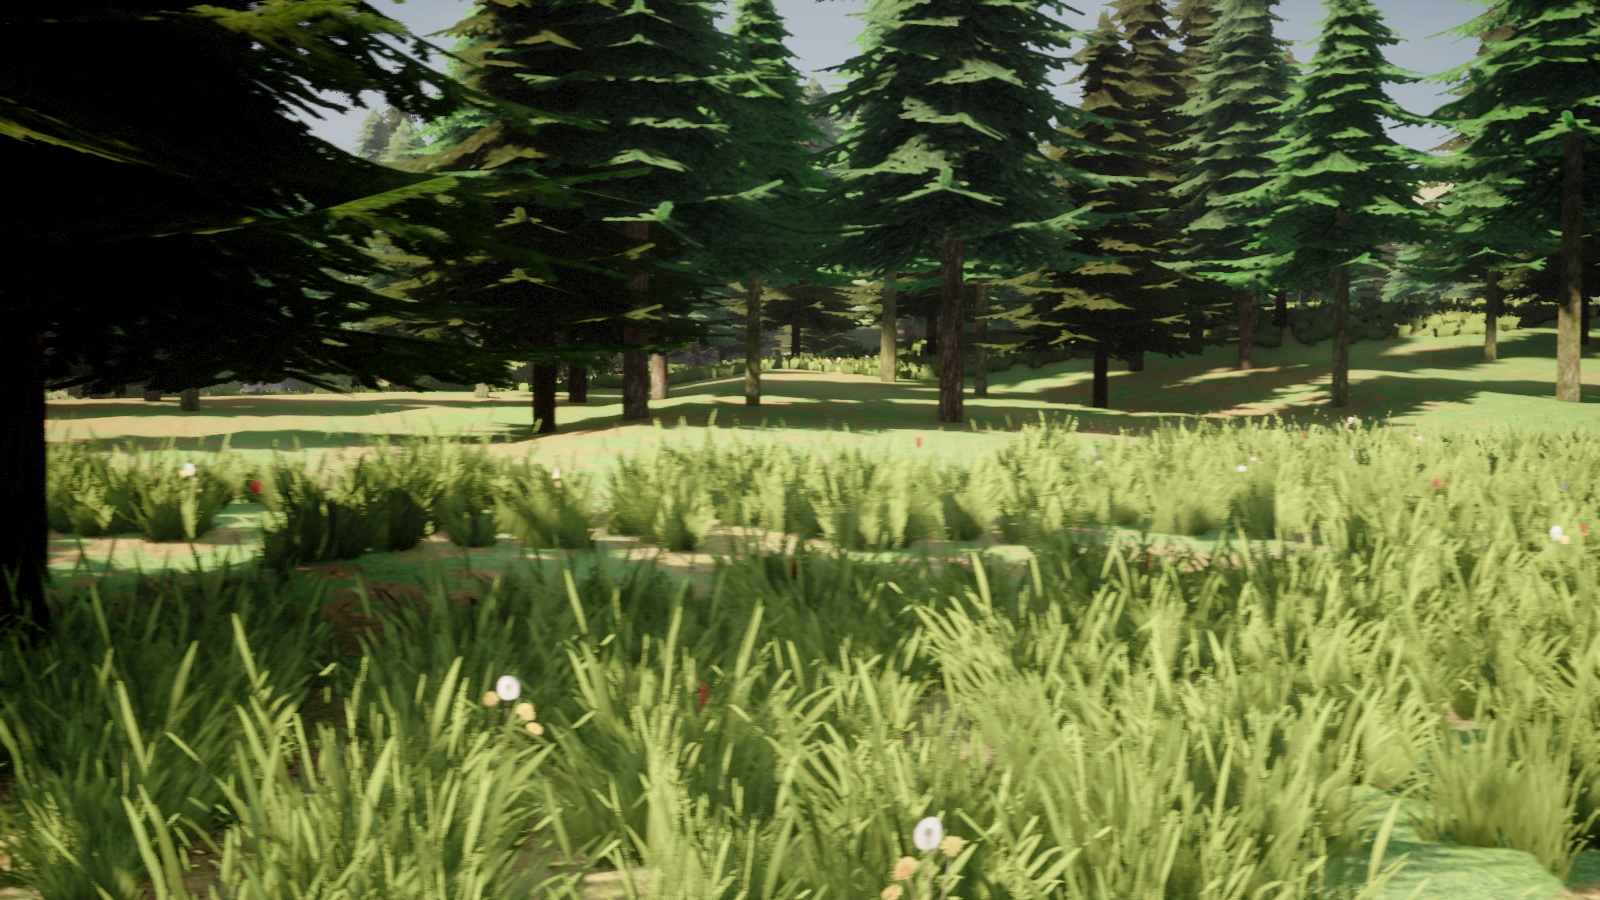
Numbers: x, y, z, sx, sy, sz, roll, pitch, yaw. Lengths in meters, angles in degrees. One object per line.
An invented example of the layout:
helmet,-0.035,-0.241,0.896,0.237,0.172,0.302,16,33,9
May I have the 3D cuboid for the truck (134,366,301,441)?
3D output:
truck,-33.213,-2.672,71.943,7.936,3.462,2.891,-6,2,-11
